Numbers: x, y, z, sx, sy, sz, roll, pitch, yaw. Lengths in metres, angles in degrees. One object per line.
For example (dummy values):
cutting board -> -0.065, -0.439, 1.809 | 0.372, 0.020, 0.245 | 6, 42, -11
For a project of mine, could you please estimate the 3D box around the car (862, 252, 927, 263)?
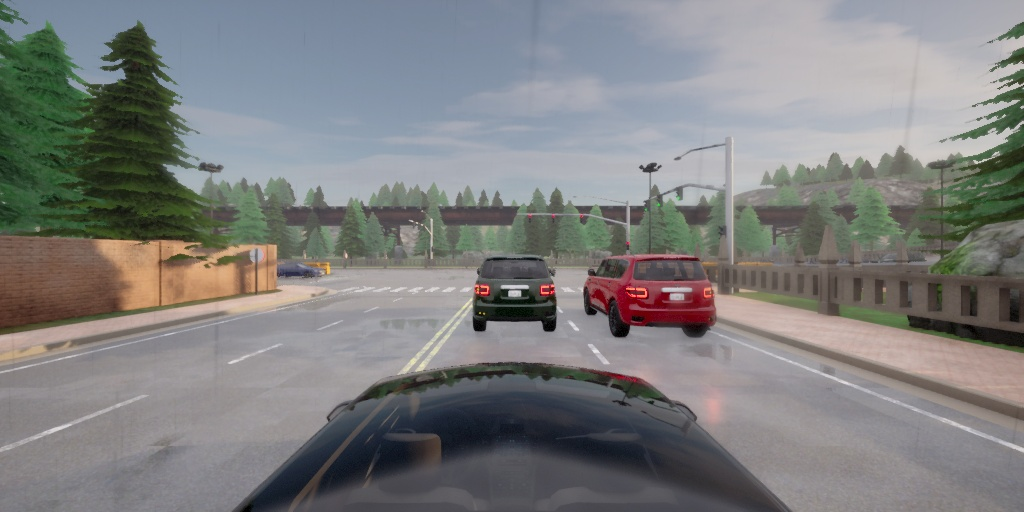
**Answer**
car -> 45.137, 0.669, 42.055 | 5.566, 2.045, 2.150 | -3, 0, -1

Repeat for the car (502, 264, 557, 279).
car -> 1.478, 1.351, 31.525 | 4.718, 1.301, 1.895 | 0, 0, 0

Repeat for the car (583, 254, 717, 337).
car -> 3.570, 0.971, 10.386 | 2.150, 2.045, 5.566 | 0, 0, 0

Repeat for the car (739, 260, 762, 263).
car -> 25.828, 1.241, 42.097 | 4.902, 1.511, 2.128 | 0, 0, 0

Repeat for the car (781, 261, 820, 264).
car -> 34.741, 1.302, 42.068 | 4.181, 1.385, 1.994 | 0, 0, 0

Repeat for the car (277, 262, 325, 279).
car -> -18.996, 1.276, 31.640 | 4.674, 1.442, 1.812 | 0, 0, 0

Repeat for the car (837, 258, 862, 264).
car -> 41.756, 1.081, 45.553 | 4.902, 1.511, 2.128 | -2, 0, 0

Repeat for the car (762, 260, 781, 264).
car -> 31.376, 1.297, 45.588 | 5.357, 1.411, 2.033 | 0, 0, 0

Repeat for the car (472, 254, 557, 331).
car -> 0.070, 0.971, 11.063 | 2.150, 2.045, 5.566 | 0, 0, 0
